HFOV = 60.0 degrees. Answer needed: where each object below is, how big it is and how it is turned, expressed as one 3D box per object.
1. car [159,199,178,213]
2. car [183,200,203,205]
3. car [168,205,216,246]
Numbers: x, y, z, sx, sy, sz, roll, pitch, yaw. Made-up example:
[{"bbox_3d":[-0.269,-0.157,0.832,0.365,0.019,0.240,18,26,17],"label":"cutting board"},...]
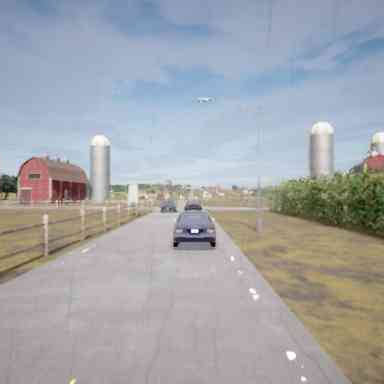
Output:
[{"bbox_3d":[-2.742,1.676,39.828,1.837,1.490,4.892,0,-1,0],"label":"car"},{"bbox_3d":[0.111,1.626,34.751,1.837,1.490,4.892,0,-1,0],"label":"car"},{"bbox_3d":[0.106,1.569,15.388,2.033,1.411,5.357,0,0,0],"label":"car"}]
